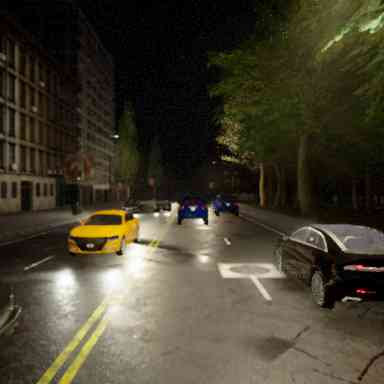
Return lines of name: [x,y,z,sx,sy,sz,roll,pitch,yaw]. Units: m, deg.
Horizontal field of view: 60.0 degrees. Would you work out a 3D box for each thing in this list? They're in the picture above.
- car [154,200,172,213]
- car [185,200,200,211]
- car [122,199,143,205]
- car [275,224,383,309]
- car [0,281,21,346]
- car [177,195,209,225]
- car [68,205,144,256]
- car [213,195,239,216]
car: [-3.306,1.625,38.909,2.033,1.411,5.357,0,0,0]
car: [0.055,1.692,42.859,1.895,1.301,4.718,0,0,0]
car: [-6.574,1.577,37.068,1.837,1.490,4.892,0,-1,0]
car: [3.341,1.497,7.847,2.128,1.511,4.902,0,0,0]
car: [-3.330,1.549,2.326,2.033,1.411,5.357,0,0,0]
car: [0.072,1.256,24.895,2.150,2.045,5.566,0,0,0]
car: [-3.325,1.491,13.399,1.882,1.535,5.008,0,0,0]
car: [3.314,1.280,33.251,2.150,2.045,5.566,0,0,0]
